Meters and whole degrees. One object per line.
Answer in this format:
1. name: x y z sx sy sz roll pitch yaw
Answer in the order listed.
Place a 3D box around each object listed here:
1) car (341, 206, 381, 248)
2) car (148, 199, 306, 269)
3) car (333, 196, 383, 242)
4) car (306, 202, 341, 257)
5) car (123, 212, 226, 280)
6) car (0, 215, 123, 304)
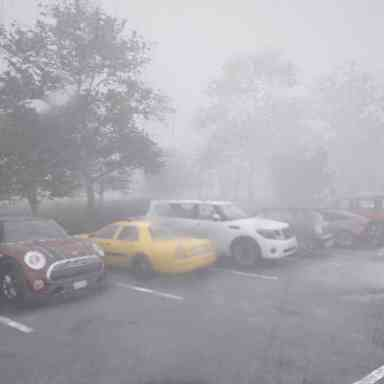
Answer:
1. car: 5.581 1.552 15.057 4.792 1.488 2.163 -1 0 35
2. car: 0.734 1.280 11.657 5.566 2.045 2.435 -1 -1 35
3. car: 8.037 1.252 16.732 5.566 2.045 2.435 -1 0 36
4. car: 3.179 1.406 13.344 4.553 1.767 2.185 -1 -1 35
5. car: -1.890 1.519 10.060 5.366 1.575 1.946 -1 -1 35
6. car: -4.185 1.374 8.270 4.553 1.767 2.185 -1 -1 34
